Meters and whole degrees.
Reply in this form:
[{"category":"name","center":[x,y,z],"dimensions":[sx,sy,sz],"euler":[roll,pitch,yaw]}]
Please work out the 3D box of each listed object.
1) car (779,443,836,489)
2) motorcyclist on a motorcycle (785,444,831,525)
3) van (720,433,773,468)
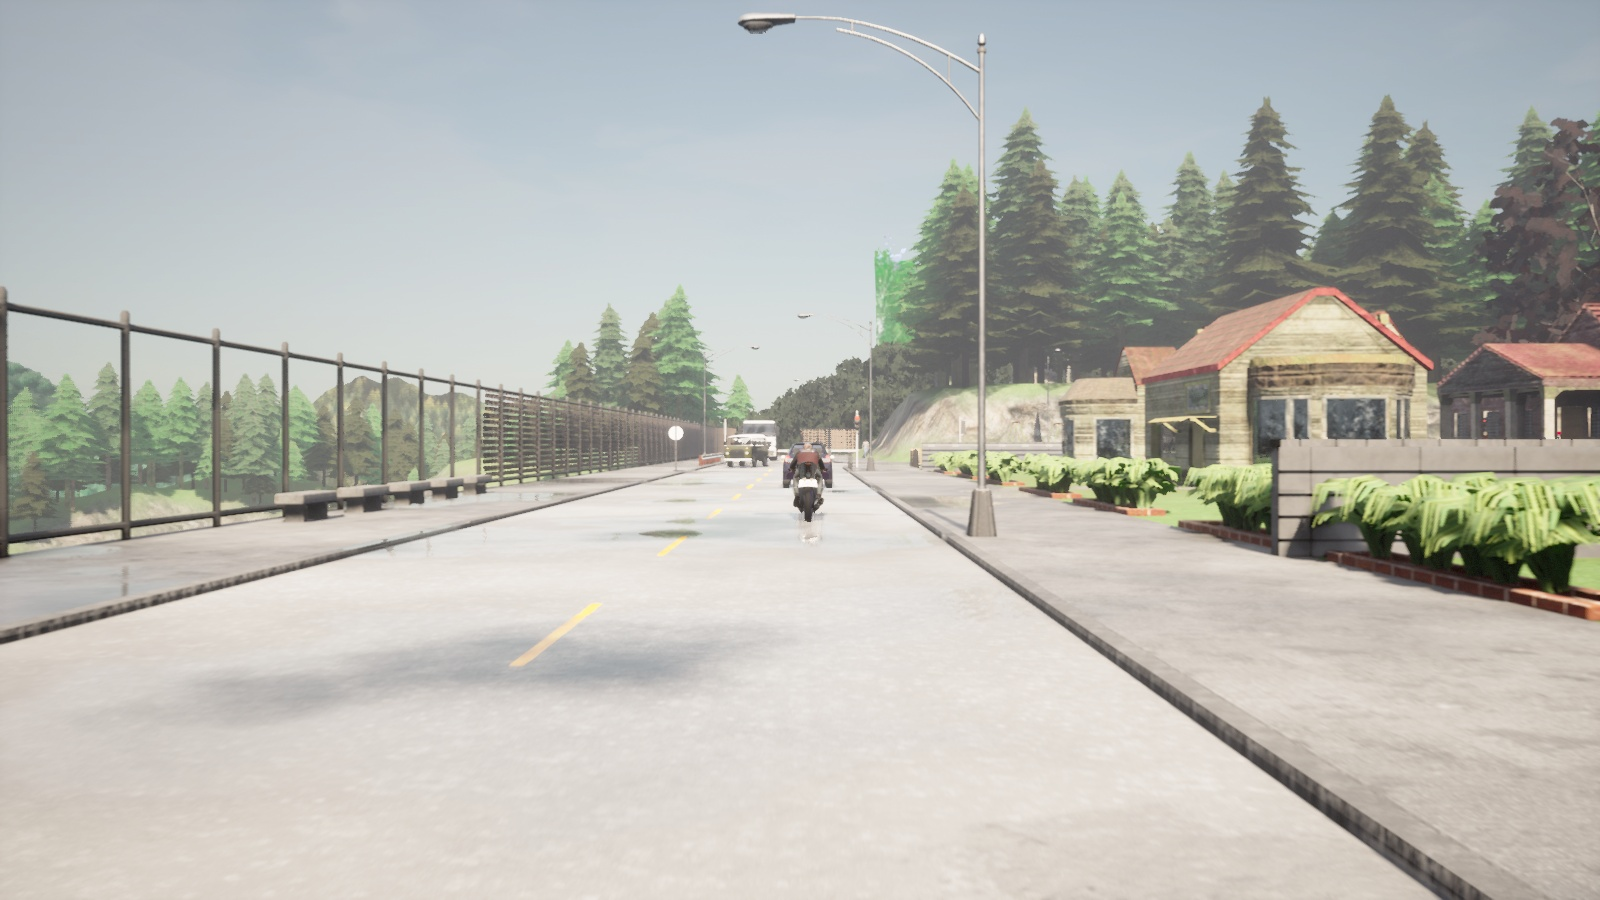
[{"category":"car","center":[0.259,0.519,42.486],"dimensions":[1.845,1.501,3.633],"euler":[0,0,0]},{"category":"motorcyclist on a motorcycle","center":[0.156,0.642,24.764],"dimensions":[0.866,1.530,2.191],"euler":[0,0,0]},{"category":"van","center":[-3.242,0.036,76.435],"dimensions":[2.069,2.038,4.480],"euler":[0,0,13]}]
